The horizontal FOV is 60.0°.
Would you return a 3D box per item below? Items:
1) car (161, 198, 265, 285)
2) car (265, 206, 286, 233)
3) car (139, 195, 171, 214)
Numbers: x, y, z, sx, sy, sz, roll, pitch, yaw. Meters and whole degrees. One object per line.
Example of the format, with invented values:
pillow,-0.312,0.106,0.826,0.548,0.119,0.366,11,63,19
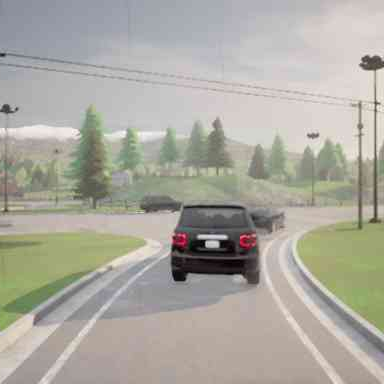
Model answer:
car,0.832,1.266,9.907,2.150,2.045,5.566,0,-1,8
car,4.462,1.604,20.456,1.837,1.490,4.892,0,0,27
car,-3.355,1.403,38.517,5.566,2.045,2.150,0,0,-25
